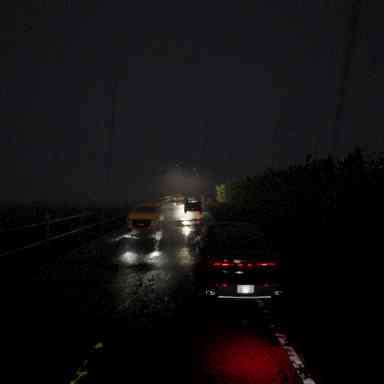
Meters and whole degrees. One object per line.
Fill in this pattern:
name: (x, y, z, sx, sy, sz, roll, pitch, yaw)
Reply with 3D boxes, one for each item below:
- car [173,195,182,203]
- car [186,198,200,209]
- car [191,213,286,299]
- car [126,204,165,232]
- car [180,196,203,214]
car: (-2.686, 1.356, 67.569, 2.097, 1.767, 4.553, 0, 0, 0)
car: (0.116, 1.526, 45.768, 1.812, 1.442, 4.674, 0, 0, 0)
car: (0.971, 1.505, 8.426, 1.837, 1.490, 4.892, 0, 0, 0)
car: (-2.731, 1.477, 20.424, 1.882, 1.535, 5.008, 0, 0, 0)
car: (0.109, 1.491, 35.594, 2.128, 1.511, 4.902, 0, 0, 0)
